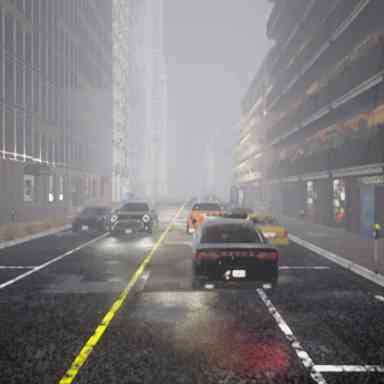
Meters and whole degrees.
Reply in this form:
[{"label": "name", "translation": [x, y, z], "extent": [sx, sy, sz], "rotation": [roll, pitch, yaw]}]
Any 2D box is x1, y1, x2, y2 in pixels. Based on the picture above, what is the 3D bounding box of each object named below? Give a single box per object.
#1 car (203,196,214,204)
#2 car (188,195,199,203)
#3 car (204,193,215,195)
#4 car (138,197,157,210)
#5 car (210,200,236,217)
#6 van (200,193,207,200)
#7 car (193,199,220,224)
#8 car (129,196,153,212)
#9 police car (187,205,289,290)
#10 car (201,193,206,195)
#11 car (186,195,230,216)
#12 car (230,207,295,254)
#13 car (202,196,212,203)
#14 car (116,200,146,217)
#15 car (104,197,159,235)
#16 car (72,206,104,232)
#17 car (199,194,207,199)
[{"label": "car", "translation": [2.928, 1.393, 59.147], "extent": [1.802, 1.307, 4.206], "rotation": [0, 0, 0]}, {"label": "car", "translation": [0.260, 1.288, 64.413], "extent": [2.128, 1.511, 4.902], "rotation": [0, 0, 0]}, {"label": "car", "translation": [2.859, 1.301, 42.201], "extent": [1.967, 1.590, 4.097], "rotation": [0, 0, 0]}, {"label": "car", "translation": [-5.522, 1.387, 42.065], "extent": [1.752, 1.417, 4.829], "rotation": [0, 0, 0]}, {"label": "car", "translation": [2.814, 1.445, 30.905], "extent": [2.008, 1.369, 4.403], "rotation": [0, 0, 0]}, {"label": "van", "translation": [3.042, 1.081, 87.389], "extent": [1.690, 1.788, 3.998], "rotation": [0, 0, 0]}, {"label": "car", "translation": [1.000, 1.368, 25.219], "extent": [1.801, 1.575, 5.366], "rotation": [0, 0, 0]}, {"label": "car", "translation": [-5.544, 1.318, 36.588], "extent": [1.967, 1.590, 4.097], "rotation": [0, 0, 0]}, {"label": "police car", "translation": [0.934, 1.392, 9.139], "extent": [1.930, 1.638, 5.238], "rotation": [0, 0, 0]}, {"label": "car", "translation": [2.906, 1.143, 53.498], "extent": [2.192, 1.841, 5.009], "rotation": [0, 0, 0]}, {"label": "car", "translation": [0.765, 1.285, 19.000], "extent": [2.097, 1.767, 4.553], "rotation": [0, 0, 0]}, {"label": "car", "translation": [2.746, 1.475, 14.129], "extent": [1.752, 1.417, 4.829], "rotation": [0, 0, 0]}, {"label": "car", "translation": [2.951, 1.377, 64.796], "extent": [1.802, 1.307, 4.206], "rotation": [0, 0, 0]}, {"label": "car", "translation": [-5.566, 1.446, 30.938], "extent": [2.008, 1.369, 4.403], "rotation": [0, 0, 0]}, {"label": "car", "translation": [-3.029, 1.288, 18.213], "extent": [2.097, 1.767, 4.553], "rotation": [0, 0, 0]}, {"label": "car", "translation": [-5.613, 1.497, 19.642], "extent": [1.947, 1.339, 4.313], "rotation": [0, 0, 0]}, {"label": "car", "translation": [3.066, 1.292, 93.038], "extent": [1.947, 1.339, 4.313], "rotation": [0, 0, 0]}]
